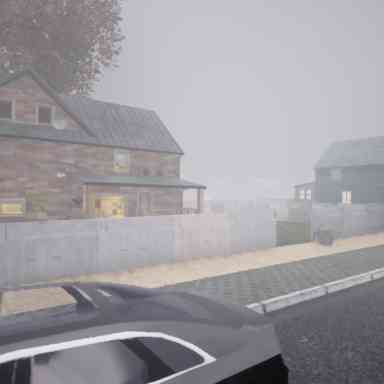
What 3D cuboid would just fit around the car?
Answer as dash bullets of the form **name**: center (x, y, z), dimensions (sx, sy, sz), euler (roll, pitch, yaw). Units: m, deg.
- **car**: center (-1.471, 1.491, 2.043), dimensions (4.902, 1.511, 2.128), euler (0, 0, -35)
